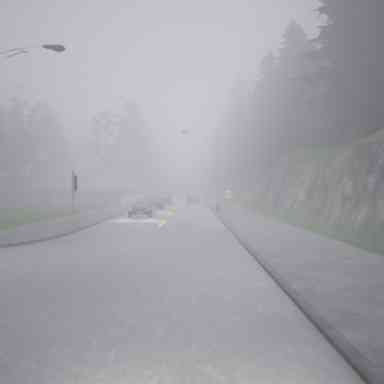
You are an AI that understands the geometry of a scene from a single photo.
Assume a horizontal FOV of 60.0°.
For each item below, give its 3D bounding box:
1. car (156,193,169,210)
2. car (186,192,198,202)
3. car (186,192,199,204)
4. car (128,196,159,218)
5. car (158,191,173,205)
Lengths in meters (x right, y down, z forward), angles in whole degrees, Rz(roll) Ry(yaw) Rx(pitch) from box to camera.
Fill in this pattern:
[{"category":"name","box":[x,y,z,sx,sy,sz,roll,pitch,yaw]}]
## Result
[{"category":"car","box":[-4.091,1.162,38.059,1.882,1.535,5.008,0,0,0]},{"category":"car","box":[-0.001,0.834,62.703,2.097,1.767,4.553,0,0,0]},{"category":"car","box":[0.101,1.052,51.444,1.882,1.535,5.008,0,0,0]},{"category":"car","box":[-4.085,1.295,27.769,1.812,1.442,4.674,0,0,0]},{"category":"car","box":[-4.042,0.818,48.736,2.150,2.045,5.566,0,0,0]}]
